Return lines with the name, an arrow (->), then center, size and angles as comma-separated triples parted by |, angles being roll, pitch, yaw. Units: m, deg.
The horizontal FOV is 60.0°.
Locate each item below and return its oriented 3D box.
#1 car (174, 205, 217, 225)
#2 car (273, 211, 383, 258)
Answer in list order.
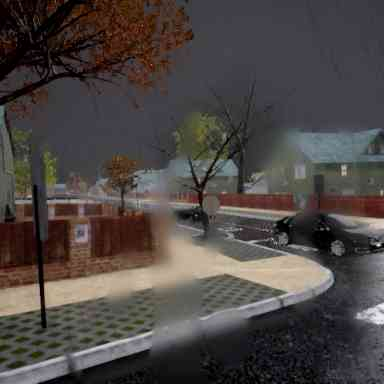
car -> 0.181, 1.724, 26.126 | 1.895, 1.301, 4.718 | -3, 1, -22
car -> 5.388, 1.600, 13.665 | 1.837, 1.490, 4.892 | -4, 1, -25
